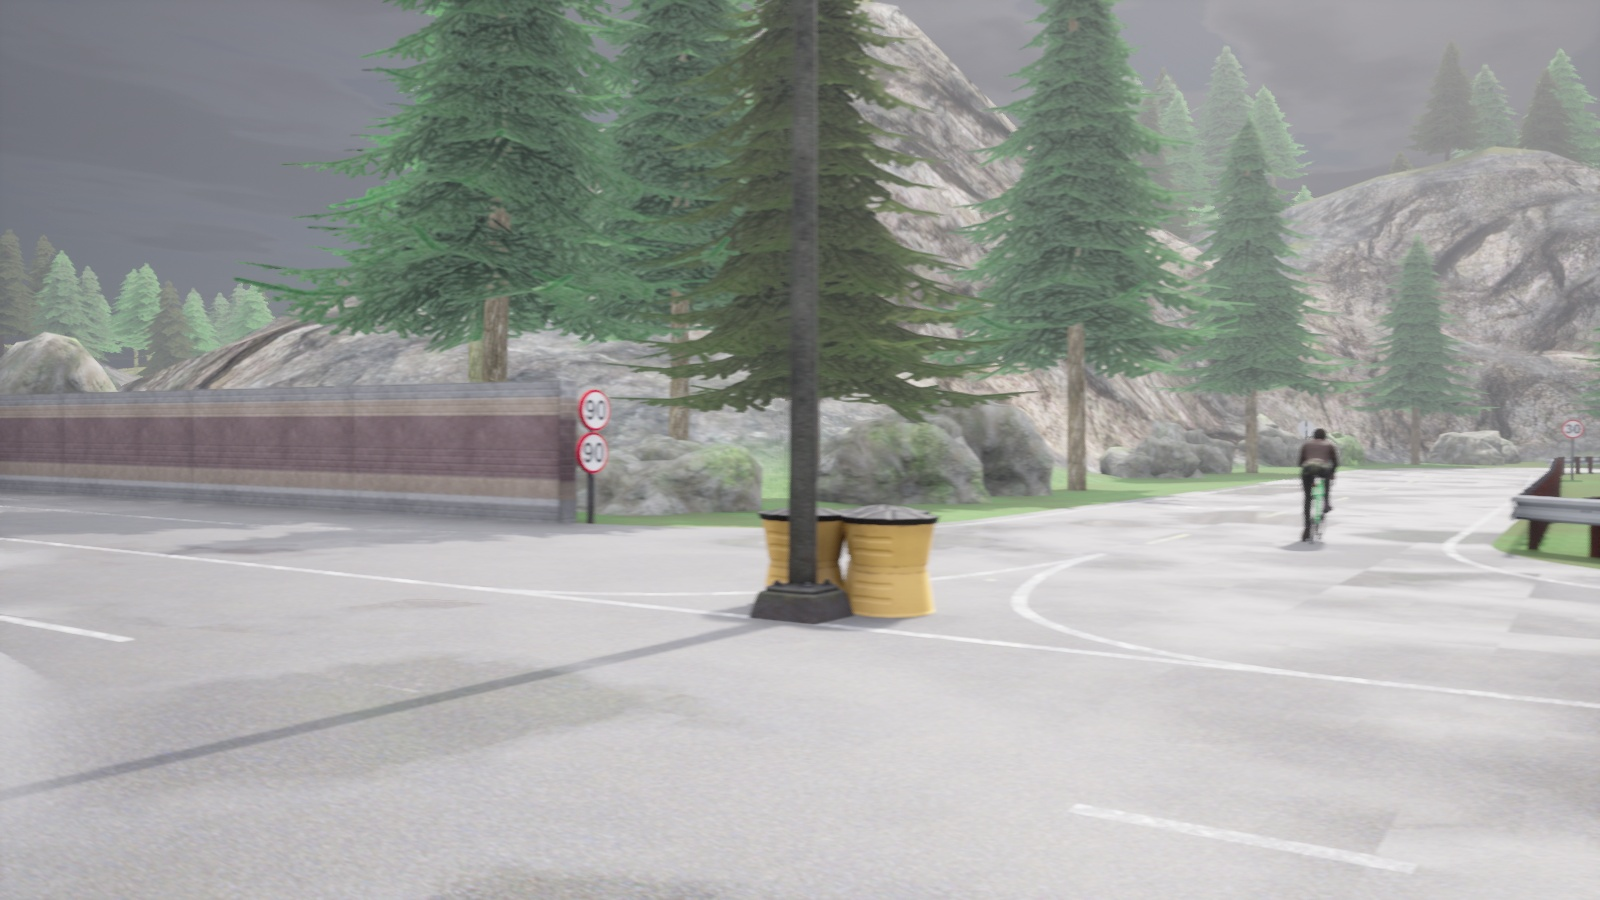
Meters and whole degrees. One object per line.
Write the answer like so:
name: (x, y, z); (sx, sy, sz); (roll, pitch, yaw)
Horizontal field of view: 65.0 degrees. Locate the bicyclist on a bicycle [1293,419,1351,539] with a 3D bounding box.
bicyclist on a bicycle: (7.448, 0.382, 17.875); (0.582, 1.620, 1.656); (0, 1, 29)
